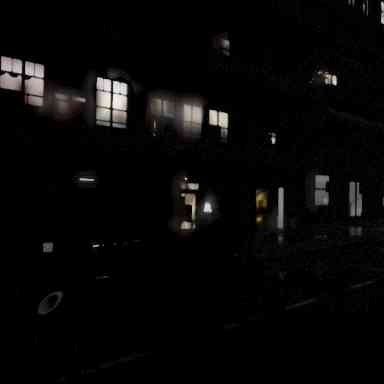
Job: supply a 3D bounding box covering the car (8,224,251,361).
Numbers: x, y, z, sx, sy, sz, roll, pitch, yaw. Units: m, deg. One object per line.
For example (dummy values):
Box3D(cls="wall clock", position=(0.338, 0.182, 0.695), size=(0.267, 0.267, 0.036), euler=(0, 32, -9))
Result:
Box3D(cls="car", position=(-0.928, 1.440, 5.885), size=(4.097, 1.590, 1.967), euler=(0, 1, -36))
